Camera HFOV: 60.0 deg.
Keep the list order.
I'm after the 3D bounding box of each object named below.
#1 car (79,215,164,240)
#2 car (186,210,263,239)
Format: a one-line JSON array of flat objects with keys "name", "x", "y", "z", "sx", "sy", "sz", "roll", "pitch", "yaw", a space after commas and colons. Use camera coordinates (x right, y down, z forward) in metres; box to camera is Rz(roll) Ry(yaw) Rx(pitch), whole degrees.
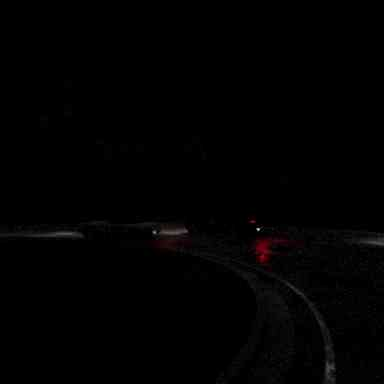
[{"name": "car", "x": -4.127, "y": 1.986, "z": 19.240, "sx": 4.718, "sy": 1.301, "sz": 1.895, "roll": -1, "pitch": -1, "yaw": 22}, {"name": "car", "x": 1.801, "y": 1.828, "z": 19.715, "sx": 4.892, "sy": 1.490, "sz": 1.837, "roll": -2, "pitch": -3, "yaw": 42}]
